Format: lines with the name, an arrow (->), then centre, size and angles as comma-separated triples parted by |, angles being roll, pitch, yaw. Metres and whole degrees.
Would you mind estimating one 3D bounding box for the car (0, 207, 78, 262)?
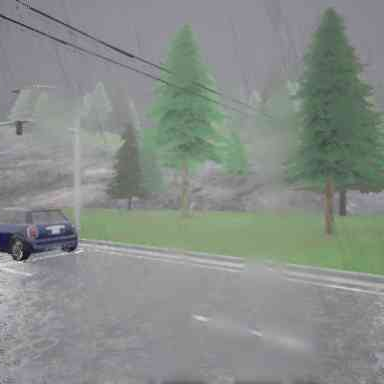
car -> -6.372, 1.334, 12.279 | 4.553, 1.767, 2.097 | 0, 0, 32
